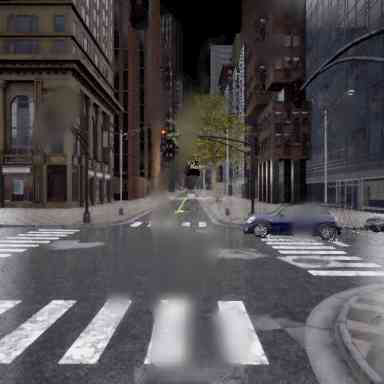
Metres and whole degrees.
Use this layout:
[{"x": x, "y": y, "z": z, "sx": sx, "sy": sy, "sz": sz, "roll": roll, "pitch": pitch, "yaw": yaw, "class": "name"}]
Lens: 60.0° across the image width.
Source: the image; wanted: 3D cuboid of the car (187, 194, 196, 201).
[{"x": -0.048, "y": 1.110, "z": 70.754, "sx": 1.812, "sy": 1.442, "sz": 4.674, "roll": 0, "pitch": 1, "yaw": 0, "class": "car"}]

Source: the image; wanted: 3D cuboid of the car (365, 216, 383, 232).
[{"x": 11.909, "y": 1.631, "z": 18.368, "sx": 4.403, "sy": 1.369, "sz": 2.008, "roll": 0, "pitch": 0, "yaw": 0, "class": "car"}]

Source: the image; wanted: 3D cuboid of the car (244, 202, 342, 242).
[{"x": 4.877, "y": 1.379, "z": 16.554, "sx": 4.553, "sy": 1.767, "sz": 2.097, "roll": 1, "pitch": 0, "yaw": 12, "class": "car"}]
